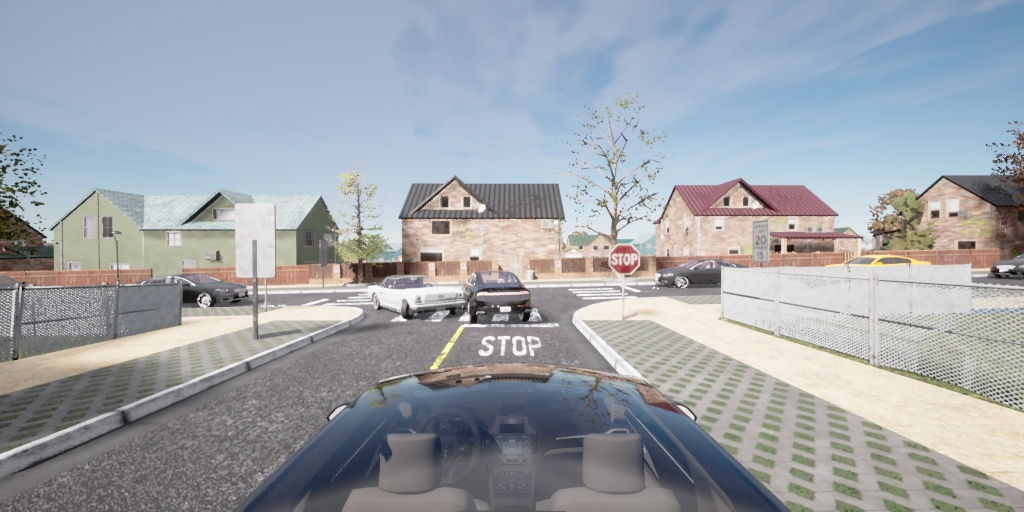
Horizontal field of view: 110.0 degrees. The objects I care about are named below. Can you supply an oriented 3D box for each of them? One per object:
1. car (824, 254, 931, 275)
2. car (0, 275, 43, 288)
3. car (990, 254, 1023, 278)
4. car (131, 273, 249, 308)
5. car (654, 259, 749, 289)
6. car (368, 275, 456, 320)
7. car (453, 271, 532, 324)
[{"bbox_3d":[19.763,0.693,19.598,5.008,1.535,1.882,-1,1,-1],"label":"car"},{"bbox_3d":[-24.238,1.650,16.472,4.553,1.767,2.097,-1,1,0],"label":"car"},{"bbox_3d":[29.387,0.481,19.633,4.902,1.511,2.128,-1,1,0],"label":"car"},{"bbox_3d":[-14.900,1.568,16.512,4.902,1.511,2.128,-1,1,0],"label":"car"},{"bbox_3d":[10.333,0.928,19.562,4.902,1.511,2.128,-1,1,0],"label":"car"},{"bbox_3d":[-3.600,1.369,13.015,1.895,1.301,4.718,0,0,-38],"label":"car"},{"bbox_3d":[-0.684,1.244,12.155,2.128,1.511,4.902,0,0,-12],"label":"car"}]
